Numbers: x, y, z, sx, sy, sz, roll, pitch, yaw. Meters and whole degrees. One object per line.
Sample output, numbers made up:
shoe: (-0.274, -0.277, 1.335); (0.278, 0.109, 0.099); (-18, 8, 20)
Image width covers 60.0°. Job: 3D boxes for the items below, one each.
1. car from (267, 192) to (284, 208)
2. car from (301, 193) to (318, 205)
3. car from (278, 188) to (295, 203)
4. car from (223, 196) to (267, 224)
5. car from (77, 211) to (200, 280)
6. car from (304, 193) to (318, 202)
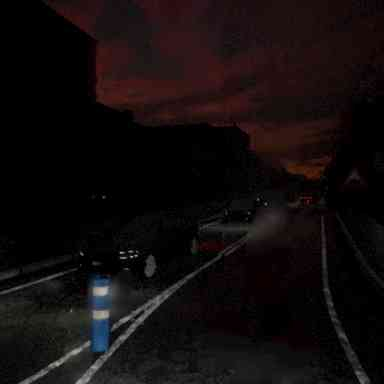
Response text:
car: (7.824, 1.003, 33.607); (1.895, 1.301, 4.718); (0, -5, 21)
car: (15.425, 0.864, 43.946); (1.837, 1.490, 4.892); (0, 1, 21)
car: (14.001, 0.474, 49.229); (2.150, 2.045, 5.566); (0, 1, 21)
car: (3.532, 1.200, 22.587); (1.882, 1.535, 5.008); (0, 1, 21)
car: (-1.319, 1.387, 10.084); (1.882, 1.535, 5.008); (0, 0, 21)
car: (19.231, 0.802, 53.680); (1.895, 1.301, 4.718); (0, 1, 21)
